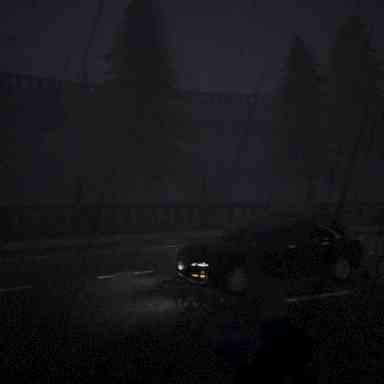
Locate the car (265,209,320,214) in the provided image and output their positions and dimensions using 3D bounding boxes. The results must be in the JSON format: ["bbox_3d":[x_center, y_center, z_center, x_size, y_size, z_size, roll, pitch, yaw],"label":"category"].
[{"bbox_3d":[3.525,1.430,12.589,4.892,1.490,1.837,0,0,-17],"label":"car"}]

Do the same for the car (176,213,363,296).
[{"bbox_3d":[2.005,1.453,8.399,4.892,1.490,1.837,0,0,-21],"label":"car"}]
